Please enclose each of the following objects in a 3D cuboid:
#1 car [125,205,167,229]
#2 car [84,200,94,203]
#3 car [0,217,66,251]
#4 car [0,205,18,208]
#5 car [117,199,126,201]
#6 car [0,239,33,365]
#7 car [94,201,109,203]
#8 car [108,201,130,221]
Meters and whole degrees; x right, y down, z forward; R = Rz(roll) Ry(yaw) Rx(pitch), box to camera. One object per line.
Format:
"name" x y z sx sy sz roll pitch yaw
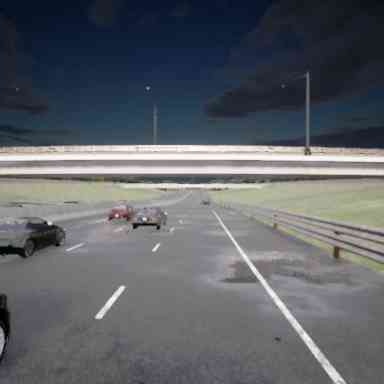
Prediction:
"car" -2.872 1.758 23.152 2.033 1.411 5.357 0 -1 2
"car" -22.321 2.572 72.382 1.812 1.442 4.674 0 -1 2
"car" -6.673 1.668 13.233 1.994 1.385 4.181 0 -1 1
"car" -16.846 1.829 29.937 1.994 1.385 4.181 0 -1 2
"car" -15.337 2.402 71.762 2.097 1.767 4.553 0 -1 2
"car" -3.368 1.491 2.469 1.882 1.535 5.008 0 0 0
"car" -18.838 2.637 71.815 1.895 1.301 4.718 0 -1 2
"car" -6.148 1.805 29.856 1.812 1.442 4.674 0 -1 2
